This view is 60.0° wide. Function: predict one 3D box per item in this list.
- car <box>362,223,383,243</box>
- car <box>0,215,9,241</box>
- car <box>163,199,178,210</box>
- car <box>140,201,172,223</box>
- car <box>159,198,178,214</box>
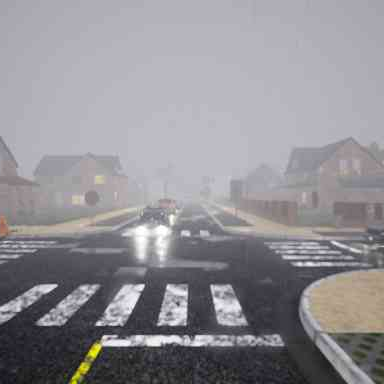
[{"bbox_3d":[10.355,1.627,14.244,5.357,1.411,2.033,0,0,2],"label":"car"},{"bbox_3d":[-10.327,1.321,14.027,4.553,1.767,2.097,0,0,6],"label":"car"},{"bbox_3d":[-2.903,1.687,46.311,1.812,1.442,4.674,0,0,0],"label":"car"},{"bbox_3d":[-2.886,1.662,26.168,1.895,1.301,4.718,0,0,0],"label":"car"},{"bbox_3d":[-2.893,1.458,36.082,2.097,1.767,4.553,0,0,0],"label":"car"}]
